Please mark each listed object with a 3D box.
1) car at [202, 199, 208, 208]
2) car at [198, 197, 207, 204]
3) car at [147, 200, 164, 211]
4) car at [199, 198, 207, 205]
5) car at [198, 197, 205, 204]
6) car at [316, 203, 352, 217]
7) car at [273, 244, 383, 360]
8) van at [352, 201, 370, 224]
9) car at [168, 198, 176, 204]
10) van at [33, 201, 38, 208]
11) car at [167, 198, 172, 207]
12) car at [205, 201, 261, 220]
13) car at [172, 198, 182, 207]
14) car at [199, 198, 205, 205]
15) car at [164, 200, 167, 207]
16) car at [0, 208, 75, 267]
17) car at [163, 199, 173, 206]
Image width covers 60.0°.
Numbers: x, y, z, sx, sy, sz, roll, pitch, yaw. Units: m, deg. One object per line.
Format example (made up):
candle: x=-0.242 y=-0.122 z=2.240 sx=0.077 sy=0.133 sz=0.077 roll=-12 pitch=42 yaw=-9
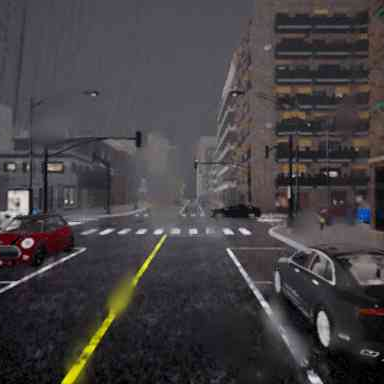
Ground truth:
car: x=2.702 y=2.006 z=44.353 sx=1.752 sy=1.417 sz=4.829 roll=0 pitch=-1 yaw=0
car: x=2.708 y=2.337 z=89.756 sx=2.192 sy=1.841 sz=5.009 roll=0 pitch=-1 yaw=0
car: x=-5.678 y=2.067 z=49.714 sx=1.752 sy=1.417 sz=4.829 roll=0 pitch=-1 yaw=0
car: x=2.707 y=2.390 z=84.058 sx=1.967 sy=1.590 sz=4.097 roll=0 pitch=-1 yaw=0
car: x=2.705 y=2.431 z=78.360 sx=2.008 sy=1.369 sz=4.403 roll=0 pitch=-1 yaw=0
car: x=14.726 y=1.803 z=33.662 sx=4.097 sy=1.590 sz=1.967 roll=0 pitch=-1 yaw=0
car: x=2.698 y=1.615 z=6.033 sx=2.008 sy=1.369 sz=4.403 roll=0 pitch=-1 yaw=0
van: x=14.768 y=1.549 z=25.284 sx=3.998 sy=1.788 sz=1.690 roll=0 pitch=-1 yaw=0
car: x=-5.672 y=2.534 z=95.455 sx=1.967 sy=1.590 sz=4.097 roll=0 pitch=-1 yaw=0
van: x=-17.653 y=1.765 z=33.425 sx=3.998 sy=1.788 sz=1.690 roll=0 pitch=-1 yaw=0
car: x=-5.676 y=2.287 z=66.974 sx=1.887 sy=1.381 sz=4.507 roll=0 pitch=-1 yaw=0
car: x=3.945 y=1.840 z=30.893 sx=4.892 sy=1.490 sz=1.837 roll=0 pitch=-1 yaw=0
car: x=-2.991 y=2.241 z=68.721 sx=1.882 sy=1.535 sz=5.008 roll=0 pitch=0 yaw=0
car: x=2.704 y=2.241 z=61.271 sx=1.947 sy=1.339 sz=4.313 roll=0 pitch=-1 yaw=0
car: x=-5.677 y=2.153 z=55.581 sx=1.887 sy=1.381 sz=4.507 roll=0 pitch=-1 yaw=0
car: x=-5.681 y=1.563 z=11.719 sx=1.967 sy=1.590 sz=4.097 roll=0 pitch=-1 yaw=0
car: x=-5.675 y=2.430 z=78.365 sx=2.008 sy=1.369 sz=4.403 roll=0 pitch=-1 yaw=0
